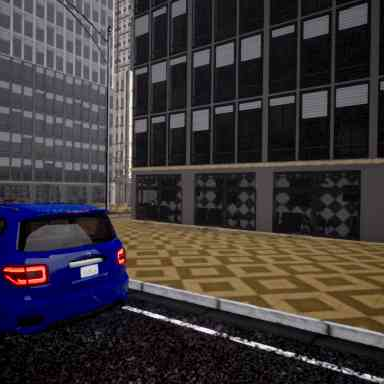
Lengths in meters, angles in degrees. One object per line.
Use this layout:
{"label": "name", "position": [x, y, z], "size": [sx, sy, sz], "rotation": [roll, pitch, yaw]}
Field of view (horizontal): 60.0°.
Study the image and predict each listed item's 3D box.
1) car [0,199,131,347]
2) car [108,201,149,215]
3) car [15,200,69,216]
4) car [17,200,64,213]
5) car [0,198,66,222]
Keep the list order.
{"label": "car", "position": [-3.659, 1.218, 6.292], "size": [5.566, 2.045, 2.150], "rotation": [0, 0, 35]}
{"label": "car", "position": [-7.308, 1.830, 38.711], "size": [1.752, 1.417, 4.829], "rotation": [1, 0, 36]}
{"label": "car", "position": [-16.269, 1.640, 36.306], "size": [2.128, 1.511, 4.902], "rotation": [1, 0, 36]}
{"label": "car", "position": [-17.603, 1.643, 38.875], "size": [1.752, 1.417, 4.829], "rotation": [1, 0, 36]}
{"label": "car", "position": [-14.106, 1.519, 29.500], "size": [2.192, 1.841, 5.009], "rotation": [1, 0, 36]}
